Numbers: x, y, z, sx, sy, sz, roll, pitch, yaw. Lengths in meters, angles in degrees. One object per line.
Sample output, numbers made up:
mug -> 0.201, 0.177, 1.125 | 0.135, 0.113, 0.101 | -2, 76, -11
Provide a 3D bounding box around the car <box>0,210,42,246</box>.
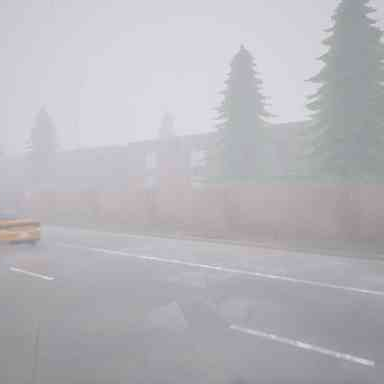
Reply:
car -> -8.377, 1.482, 14.022 | 5.008, 1.535, 1.882 | 0, 0, 35
